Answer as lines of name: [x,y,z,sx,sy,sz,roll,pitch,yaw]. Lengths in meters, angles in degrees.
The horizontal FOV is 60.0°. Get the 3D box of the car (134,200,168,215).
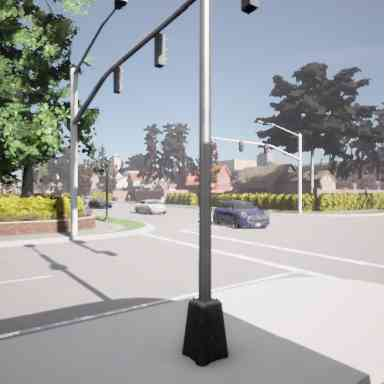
car: [-4.312,1.532,34.053,1.812,1.442,4.674,0,0,-36]

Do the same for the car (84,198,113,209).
car: [-12.605,1.555,45.517,2.033,1.411,5.357,0,0,-35]

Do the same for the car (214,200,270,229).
car: [3.183,1.359,21.790,2.097,1.767,4.553,0,0,-20]

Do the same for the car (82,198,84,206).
car: [-18.996,1.358,54.365,2.097,1.767,4.553,0,0,-36]
